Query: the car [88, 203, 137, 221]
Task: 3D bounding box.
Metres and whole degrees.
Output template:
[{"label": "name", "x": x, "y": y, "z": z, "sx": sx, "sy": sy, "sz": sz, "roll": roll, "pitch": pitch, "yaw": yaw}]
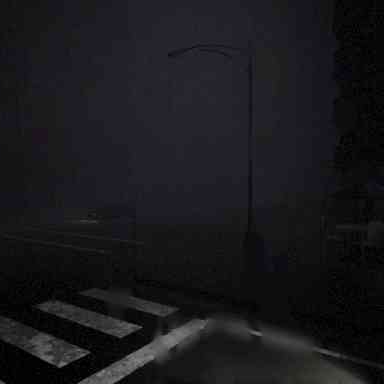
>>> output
[{"label": "car", "x": -6.723, "y": 1.619, "z": 28.453, "sx": 1.994, "sy": 1.385, "sz": 4.181, "roll": 0, "pitch": 0, "yaw": 36}]
